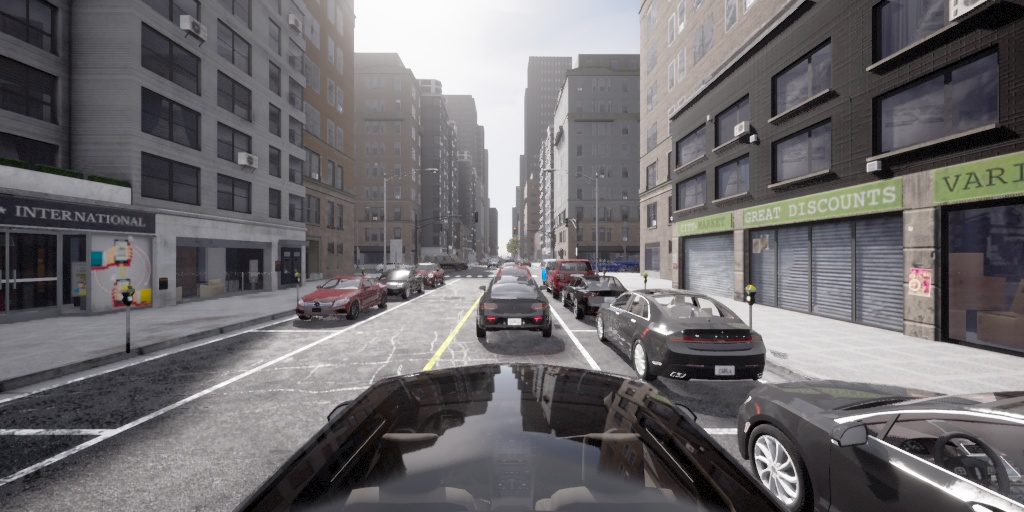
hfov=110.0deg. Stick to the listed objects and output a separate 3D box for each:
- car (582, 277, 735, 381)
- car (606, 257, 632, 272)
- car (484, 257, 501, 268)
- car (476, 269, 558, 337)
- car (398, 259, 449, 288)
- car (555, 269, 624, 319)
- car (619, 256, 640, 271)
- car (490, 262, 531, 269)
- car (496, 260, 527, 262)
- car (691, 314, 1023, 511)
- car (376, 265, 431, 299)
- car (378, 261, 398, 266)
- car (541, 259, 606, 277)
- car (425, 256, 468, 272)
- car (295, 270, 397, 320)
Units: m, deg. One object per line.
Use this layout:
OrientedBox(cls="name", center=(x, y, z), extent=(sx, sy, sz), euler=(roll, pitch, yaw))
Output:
OrientedBox(cls="car", center=(2.856, 1.300, 6.993), extent=(2.007, 1.370, 4.403), euler=(0, 0, 0))
OrientedBox(cls="car", center=(10.473, 1.210, 40.400), extent=(5.008, 1.535, 1.882), euler=(0, 0, 0))
OrientedBox(cls="car", center=(-3.273, 1.318, 62.081), extent=(2.033, 1.411, 5.357), euler=(0, 0, -1))
OrientedBox(cls="car", center=(0.032, 1.276, 10.172), extent=(1.812, 1.442, 4.674), euler=(0, 0, -1))
OrientedBox(cls="car", center=(-5.680, 1.190, 23.554), extent=(1.967, 1.591, 4.097), euler=(0, 0, 0))
OrientedBox(cls="car", center=(2.852, 1.316, 12.517), extent=(1.948, 1.339, 4.313), euler=(0, 0, 0))
OrientedBox(cls="car", center=(14.804, 0.960, 47.105), extent=(5.566, 2.045, 2.150), euler=(0, 0, 1))
OrientedBox(cls="car", center=(0.089, 1.228, 17.574), extent=(1.882, 1.535, 5.008), euler=(0, 0, 0))
OrientedBox(cls="car", center=(0.048, 1.255, 27.746), extent=(1.837, 1.490, 4.892), euler=(0, 0, 2))
OrientedBox(cls="car", center=(2.859, 1.300, 1.470), extent=(2.007, 1.370, 4.403), euler=(0, 0, 0))
OrientedBox(cls="car", center=(-5.677, 1.316, 18.029), extent=(1.948, 1.339, 4.313), euler=(0, 0, 0))
OrientedBox(cls="car", center=(-12.741, 1.282, 40.083), extent=(4.674, 1.442, 1.812), euler=(0, 0, 3))
OrientedBox(cls="car", center=(2.849, 1.065, 18.041), extent=(2.192, 1.841, 5.009), euler=(0, 0, 0))
OrientedBox(cls="car", center=(-8.287, 0.978, 44.551), extent=(5.566, 2.045, 2.150), euler=(0, 0, -15))
OrientedBox(cls="car", center=(-5.673, 1.332, 12.504), extent=(1.802, 1.307, 4.207), euler=(0, 0, 0))
